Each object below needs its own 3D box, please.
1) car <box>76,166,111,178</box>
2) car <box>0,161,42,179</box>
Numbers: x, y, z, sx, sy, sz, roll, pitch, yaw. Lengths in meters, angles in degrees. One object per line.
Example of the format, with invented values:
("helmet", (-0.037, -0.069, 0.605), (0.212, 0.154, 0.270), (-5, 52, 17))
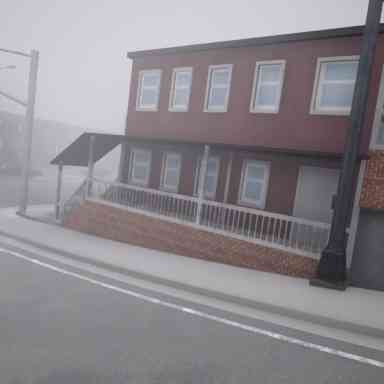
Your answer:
("car", (-13.135, -2.723, 44.475), (1.837, 1.490, 4.892), (11, 6, 35))
("car", (-17.498, -2.154, 32.501), (2.033, 1.411, 5.357), (11, 6, 37))
